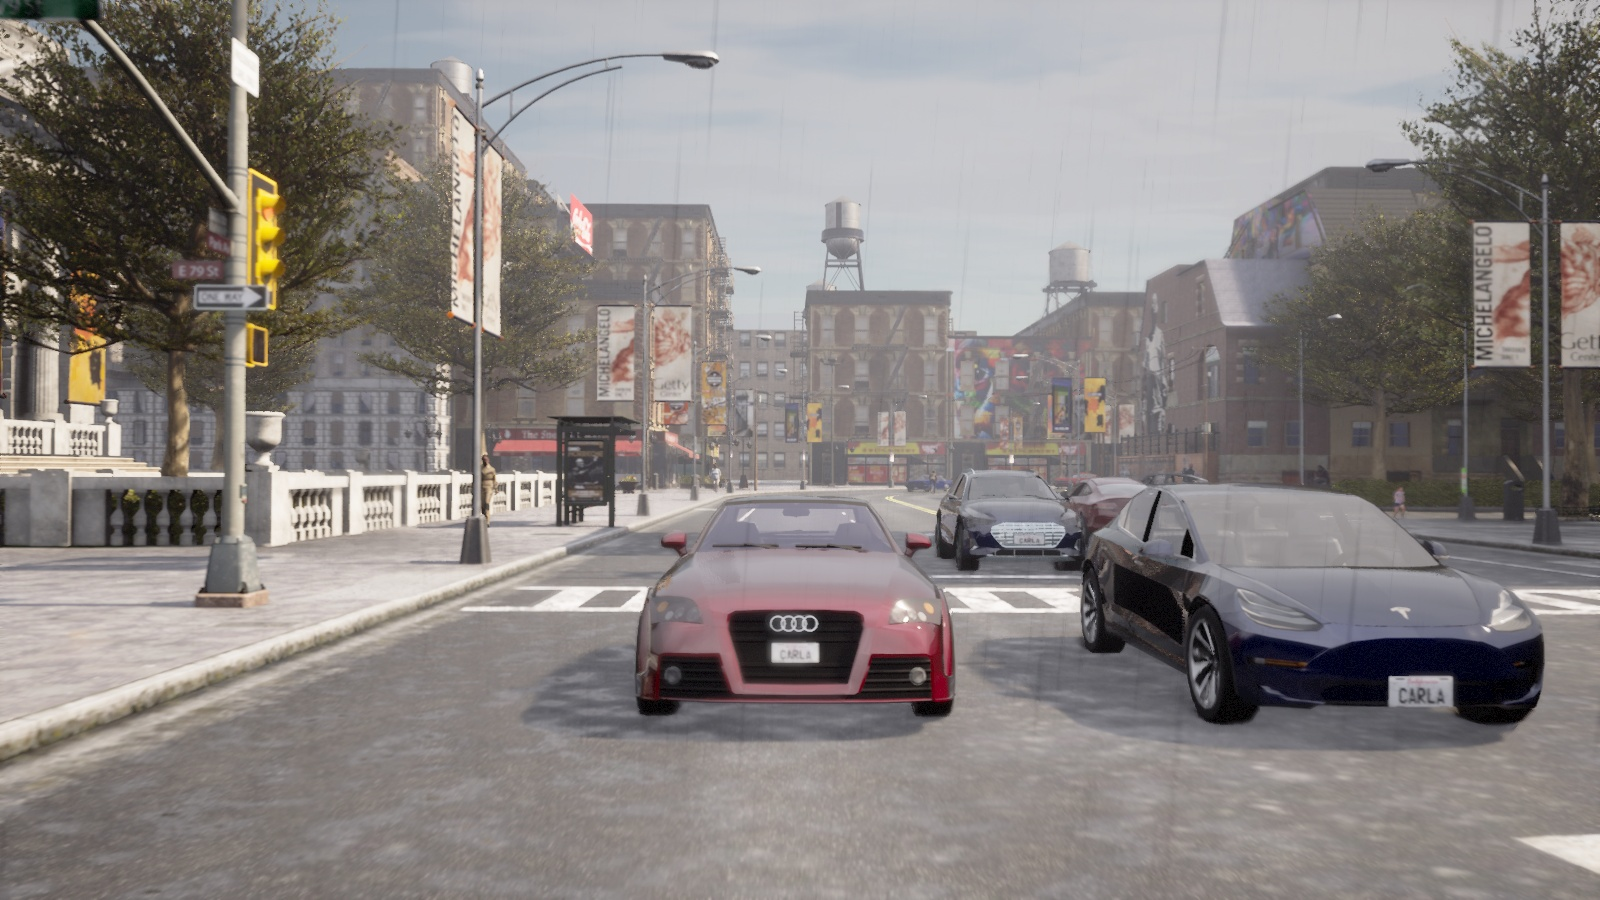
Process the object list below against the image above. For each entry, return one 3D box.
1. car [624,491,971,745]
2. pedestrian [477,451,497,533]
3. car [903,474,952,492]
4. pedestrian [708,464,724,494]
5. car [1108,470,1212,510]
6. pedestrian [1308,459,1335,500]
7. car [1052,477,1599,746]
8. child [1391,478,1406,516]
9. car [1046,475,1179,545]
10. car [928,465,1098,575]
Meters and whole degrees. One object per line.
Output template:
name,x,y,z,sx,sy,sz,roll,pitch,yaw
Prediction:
car,-0.022,1.035,9.321,1.994,1.385,4.181,0,-1,0
pedestrian,-7.507,1.006,30.144,0.396,1.930,0.692,0,-1,-8
car,9.658,2.462,94.718,1.895,1.301,4.718,-1,-1,30
pedestrian,-5.222,1.802,78.219,0.874,1.855,0.900,0,-1,2
car,14.307,1.572,49.928,3.705,1.549,1.789,-1,-1,28
pedestrian,23.247,1.316,56.020,0.899,1.844,0.634,0,-1,-14
car,3.487,0.959,9.486,2.163,1.488,4.792,0,-1,0
child,17.765,1.399,37.266,0.255,1.110,0.394,0,-1,1
car,6.933,1.287,28.356,1.812,1.442,4.674,0,-1,0
car,3.449,1.087,21.293,2.033,1.649,4.856,0,-1,0
